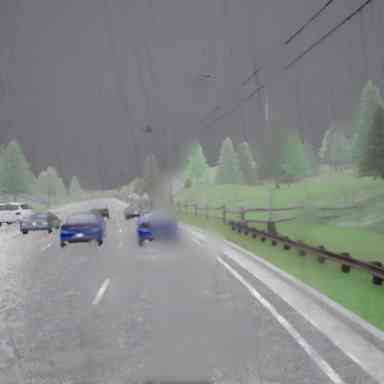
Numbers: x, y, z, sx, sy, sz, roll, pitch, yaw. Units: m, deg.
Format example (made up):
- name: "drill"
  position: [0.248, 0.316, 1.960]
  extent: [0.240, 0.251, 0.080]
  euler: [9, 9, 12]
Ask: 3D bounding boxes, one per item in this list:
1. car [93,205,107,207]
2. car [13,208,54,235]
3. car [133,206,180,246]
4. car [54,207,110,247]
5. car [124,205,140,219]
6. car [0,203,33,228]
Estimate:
- name: "car"
  position: [-9.654, 2.064, 34.929]
  extent: [1.882, 1.535, 5.008]
  euler: [-2, 0, -14]
- name: "car"
  position: [-10.384, 2.074, 23.143]
  extent: [2.033, 1.411, 5.357]
  euler: [-2, 0, -13]
- name: "car"
  position: [-1.837, 1.663, 16.752]
  extent: [1.882, 1.535, 5.008]
  euler: [-2, 0, -11]
- name: "car"
  position: [-5.452, 1.790, 17.107]
  extent: [1.882, 1.535, 5.008]
  euler: [-2, 0, -11]
- name: "car"
  position: [-6.003, 2.023, 34.735]
  extent: [1.994, 1.385, 4.181]
  euler: [-2, 0, -14]
- name: "car"
  position: [-15.469, 1.969, 29.284]
  extent: [2.150, 2.045, 5.566]
  euler: [-2, 0, -14]
